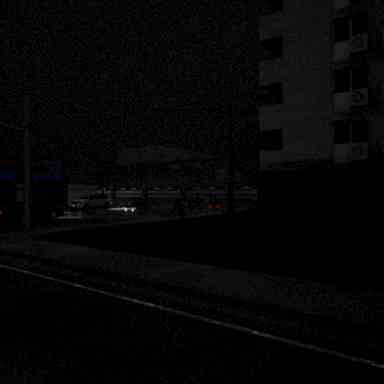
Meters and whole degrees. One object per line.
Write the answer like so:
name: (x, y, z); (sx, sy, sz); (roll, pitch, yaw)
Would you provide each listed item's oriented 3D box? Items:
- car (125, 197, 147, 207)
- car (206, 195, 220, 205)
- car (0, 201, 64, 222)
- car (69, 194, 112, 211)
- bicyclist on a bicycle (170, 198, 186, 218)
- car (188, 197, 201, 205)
car: (-8.353, 1.491, 49.988); (2.128, 1.511, 4.902); (0, 0, 15)
car: (3.916, 1.526, 58.460); (1.812, 1.442, 4.674); (0, 0, 4)
car: (-13.033, 1.547, 26.594); (2.033, 1.411, 5.357); (0, 0, 34)
car: (-12.300, 1.221, 40.713); (2.150, 2.045, 5.566); (0, 0, 29)
bicyclist on a bicycle: (-1.169, 1.300, 27.291); (1.656, 1.620, 0.582); (0, 0, 36)
car: (0.446, 1.564, 59.121); (1.994, 1.385, 4.181); (0, 0, 4)
